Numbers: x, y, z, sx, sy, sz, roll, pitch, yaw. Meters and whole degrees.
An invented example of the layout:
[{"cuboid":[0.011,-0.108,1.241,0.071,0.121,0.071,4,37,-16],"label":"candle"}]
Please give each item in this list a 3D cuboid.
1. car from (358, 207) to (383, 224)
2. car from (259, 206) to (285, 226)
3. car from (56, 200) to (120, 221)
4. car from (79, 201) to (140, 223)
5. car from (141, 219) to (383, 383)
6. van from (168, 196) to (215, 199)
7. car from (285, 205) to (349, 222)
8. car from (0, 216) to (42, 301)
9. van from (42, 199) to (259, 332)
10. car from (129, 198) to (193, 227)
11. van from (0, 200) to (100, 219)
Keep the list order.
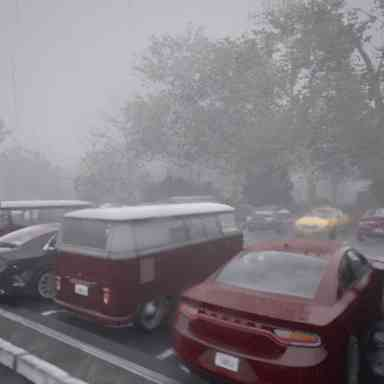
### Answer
[{"cuboid":[9.243,1.472,15.921,2.097,1.535,5.008,0,0,35],"label":"car"},{"cuboid":[4.705,1.521,19.153,2.002,1.452,4.674,0,0,35],"label":"car"},{"cuboid":[-8.897,1.534,28.855,2.097,1.535,5.008,-1,0,36],"label":"car"},{"cuboid":[-6.630,1.559,27.234,2.002,1.452,4.674,0,0,36],"label":"car"},{"cuboid":[1.759,1.470,5.194,2.097,1.535,5.008,0,0,35],"label":"car"},{"cuboid":[0.234,1.264,22.481,1.878,1.987,4.442,0,0,35],"label":"van"},{"cuboid":[6.868,1.474,17.389,1.946,1.575,5.366,0,0,35],"label":"car"},{"cuboid":[-2.810,1.480,8.443,2.231,1.521,4.892,0,0,35],"label":"car"},{"cuboid":[-0.455,1.249,6.918,1.878,1.987,4.442,0,0,35],"label":"van"},{"cuboid":[-2.116,1.371,23.974,2.185,1.767,4.553,0,0,35],"label":"car"},{"cuboid":[-5.159,1.258,9.979,1.878,1.987,4.442,0,0,35],"label":"van"}]
